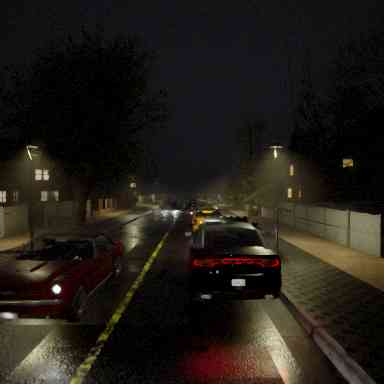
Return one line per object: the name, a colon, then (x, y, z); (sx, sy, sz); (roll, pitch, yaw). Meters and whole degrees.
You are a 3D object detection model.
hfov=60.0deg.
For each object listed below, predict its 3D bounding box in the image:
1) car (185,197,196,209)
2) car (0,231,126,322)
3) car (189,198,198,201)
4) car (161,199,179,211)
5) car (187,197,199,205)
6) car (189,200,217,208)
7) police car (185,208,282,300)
car: (0.130, 1.489, 45.101); (2.128, 1.511, 4.902); (0, 0, 1)
car: (-2.834, 1.602, 7.347); (1.895, 1.301, 4.718); (0, 0, 0)
car: (0.884, 1.459, 24.661); (1.801, 1.575, 5.366); (0, 0, 0)
car: (-2.650, 1.563, 41.017); (1.994, 1.385, 4.181); (0, 0, 0)
car: (0.143, 1.535, 58.457); (2.033, 1.411, 5.357); (0, 0, 0)
car: (0.869, 1.458, 18.660); (1.801, 1.575, 5.366); (0, 0, 0)
police car: (0.844, 1.427, 8.578); (1.930, 1.638, 5.238); (0, 0, 0)
